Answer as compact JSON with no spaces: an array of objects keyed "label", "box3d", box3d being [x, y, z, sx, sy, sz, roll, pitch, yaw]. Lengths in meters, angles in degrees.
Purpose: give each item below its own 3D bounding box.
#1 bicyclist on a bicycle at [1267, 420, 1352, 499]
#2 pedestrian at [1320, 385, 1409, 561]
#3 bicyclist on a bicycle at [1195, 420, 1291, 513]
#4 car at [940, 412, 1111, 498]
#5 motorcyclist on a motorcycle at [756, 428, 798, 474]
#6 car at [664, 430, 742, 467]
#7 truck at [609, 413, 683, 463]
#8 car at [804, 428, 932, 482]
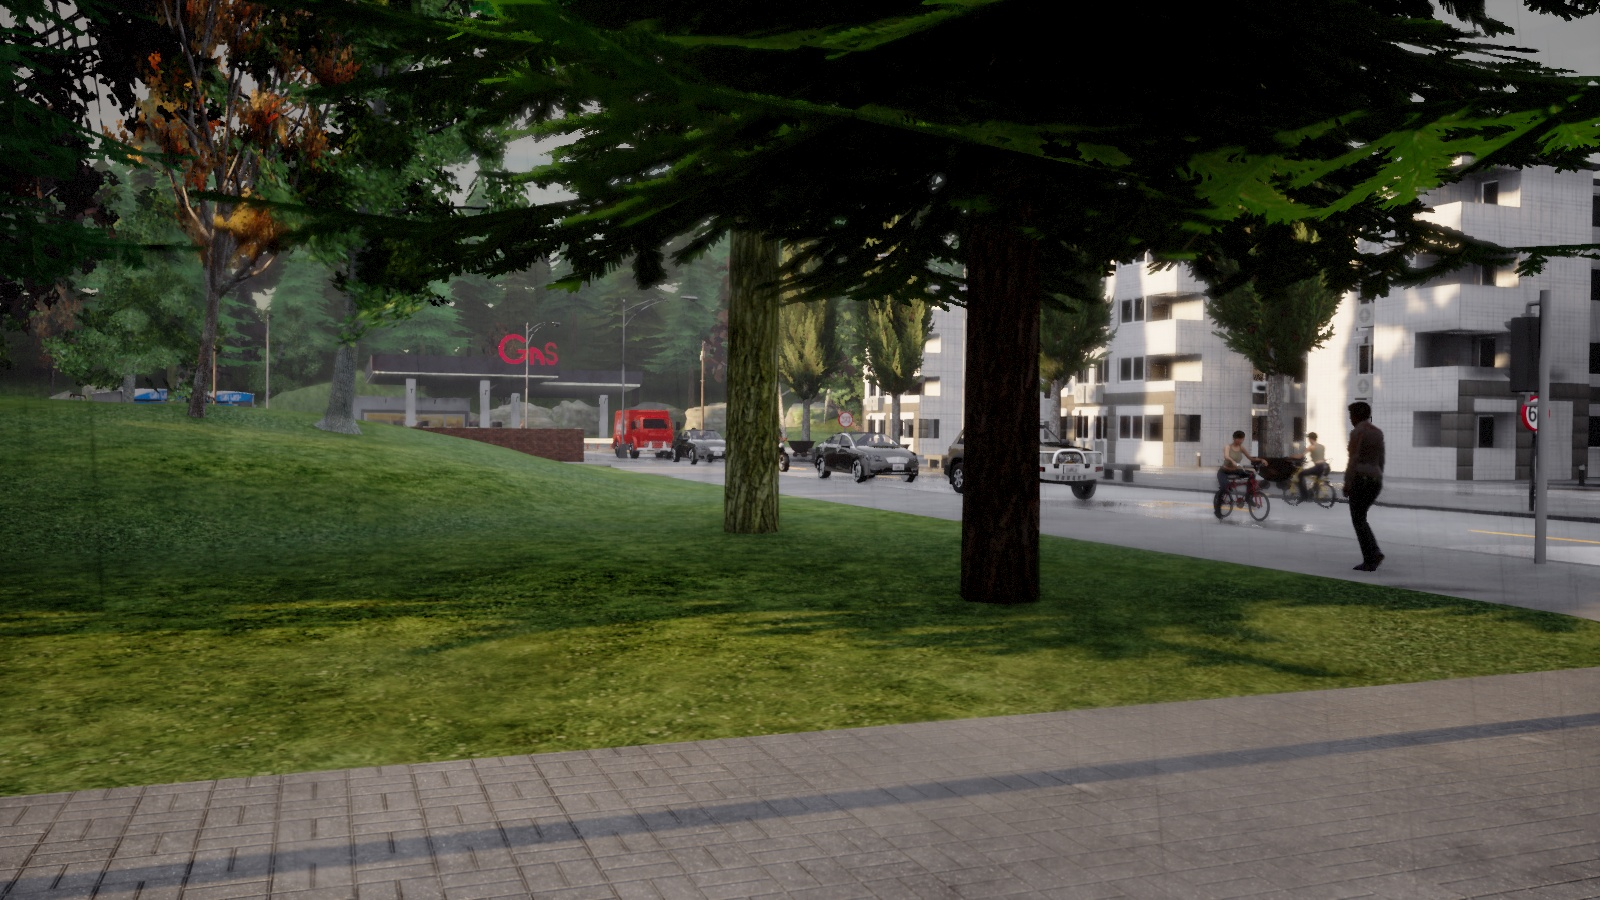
[{"label":"bicyclist on a bicycle","box3d":[10.781,0.185,26.639,0.866,1.612,1.509,-1,1,-21]},{"label":"pedestrian","box3d":[5.977,0.226,13.327,0.328,1.805,0.869,-1,1,-22]},{"label":"bicyclist on a bicycle","box3d":[8.000,0.278,22.736,0.866,1.612,1.509,-1,1,-20]},{"label":"car","box3d":[5.250,0.071,29.922,1.932,1.855,4.605,-1,1,-21]},{"label":"motorcyclist on a motorcycle","box3d":[-0.862,0.008,46.063,0.766,1.649,2.350,-1,1,-21]},{"label":"car","box3d":[-4.336,-0.097,55.233,2.128,1.511,4.902,-1,1,-21]},{"label":"truck","box3d":[-8.029,-0.664,65.035,2.627,2.467,5.204,-1,1,-20]},{"label":"car","box3d":[1.986,0.106,38.546,2.128,1.511,4.902,-1,1,-21]}]
